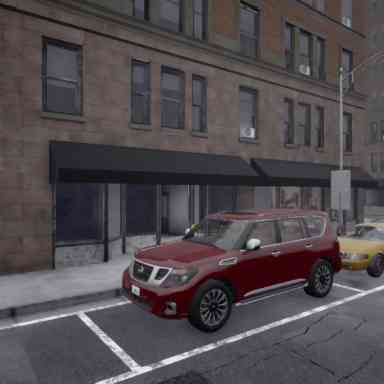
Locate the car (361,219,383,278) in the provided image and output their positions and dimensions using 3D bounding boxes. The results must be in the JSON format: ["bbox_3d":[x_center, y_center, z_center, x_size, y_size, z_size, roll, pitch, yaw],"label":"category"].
[{"bbox_3d":[5.597,1.525,10.185,4.829,1.417,1.752,0,0,-35],"label":"car"}]

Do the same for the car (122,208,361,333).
[{"bbox_3d":[1.112,1.315,6.990,5.009,1.841,2.192,0,0,-35],"label":"car"}]
